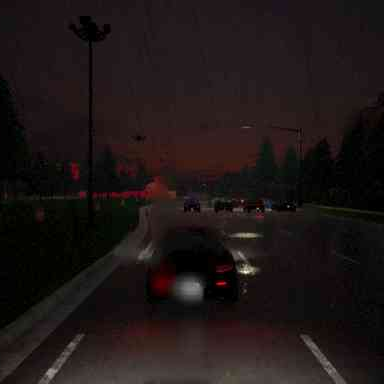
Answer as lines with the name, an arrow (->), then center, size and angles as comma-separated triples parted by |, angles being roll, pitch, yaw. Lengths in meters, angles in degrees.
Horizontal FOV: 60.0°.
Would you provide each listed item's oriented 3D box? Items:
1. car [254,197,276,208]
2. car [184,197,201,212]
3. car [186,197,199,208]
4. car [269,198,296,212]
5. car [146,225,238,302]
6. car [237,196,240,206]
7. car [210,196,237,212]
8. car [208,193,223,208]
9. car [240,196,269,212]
car -> 10.524, 1.547, 48.347 | 2.033, 1.411, 5.357 | 0, 0, 0
car -> 0.019, 1.601, 38.382 | 1.895, 1.301, 4.718 | 0, 0, 0
car -> 0.024, 1.526, 48.394 | 1.812, 1.442, 4.674 | 0, 0, 0
car -> 10.519, 1.564, 38.346 | 1.994, 1.385, 4.181 | 0, 0, 0
car -> 0.004, 1.526, 8.141 | 1.812, 1.442, 4.674 | 0, 0, 0
car -> 7.023, 1.352, 48.319 | 2.097, 1.767, 4.553 | 0, 0, 0
car -> 3.518, 1.492, 37.933 | 2.128, 1.511, 4.902 | 0, 0, 0
car -> 3.524, 1.221, 48.380 | 2.150, 2.045, 5.566 | 0, 0, 0
car -> 7.018, 1.505, 37.932 | 1.837, 1.490, 4.892 | 0, 0, 0
